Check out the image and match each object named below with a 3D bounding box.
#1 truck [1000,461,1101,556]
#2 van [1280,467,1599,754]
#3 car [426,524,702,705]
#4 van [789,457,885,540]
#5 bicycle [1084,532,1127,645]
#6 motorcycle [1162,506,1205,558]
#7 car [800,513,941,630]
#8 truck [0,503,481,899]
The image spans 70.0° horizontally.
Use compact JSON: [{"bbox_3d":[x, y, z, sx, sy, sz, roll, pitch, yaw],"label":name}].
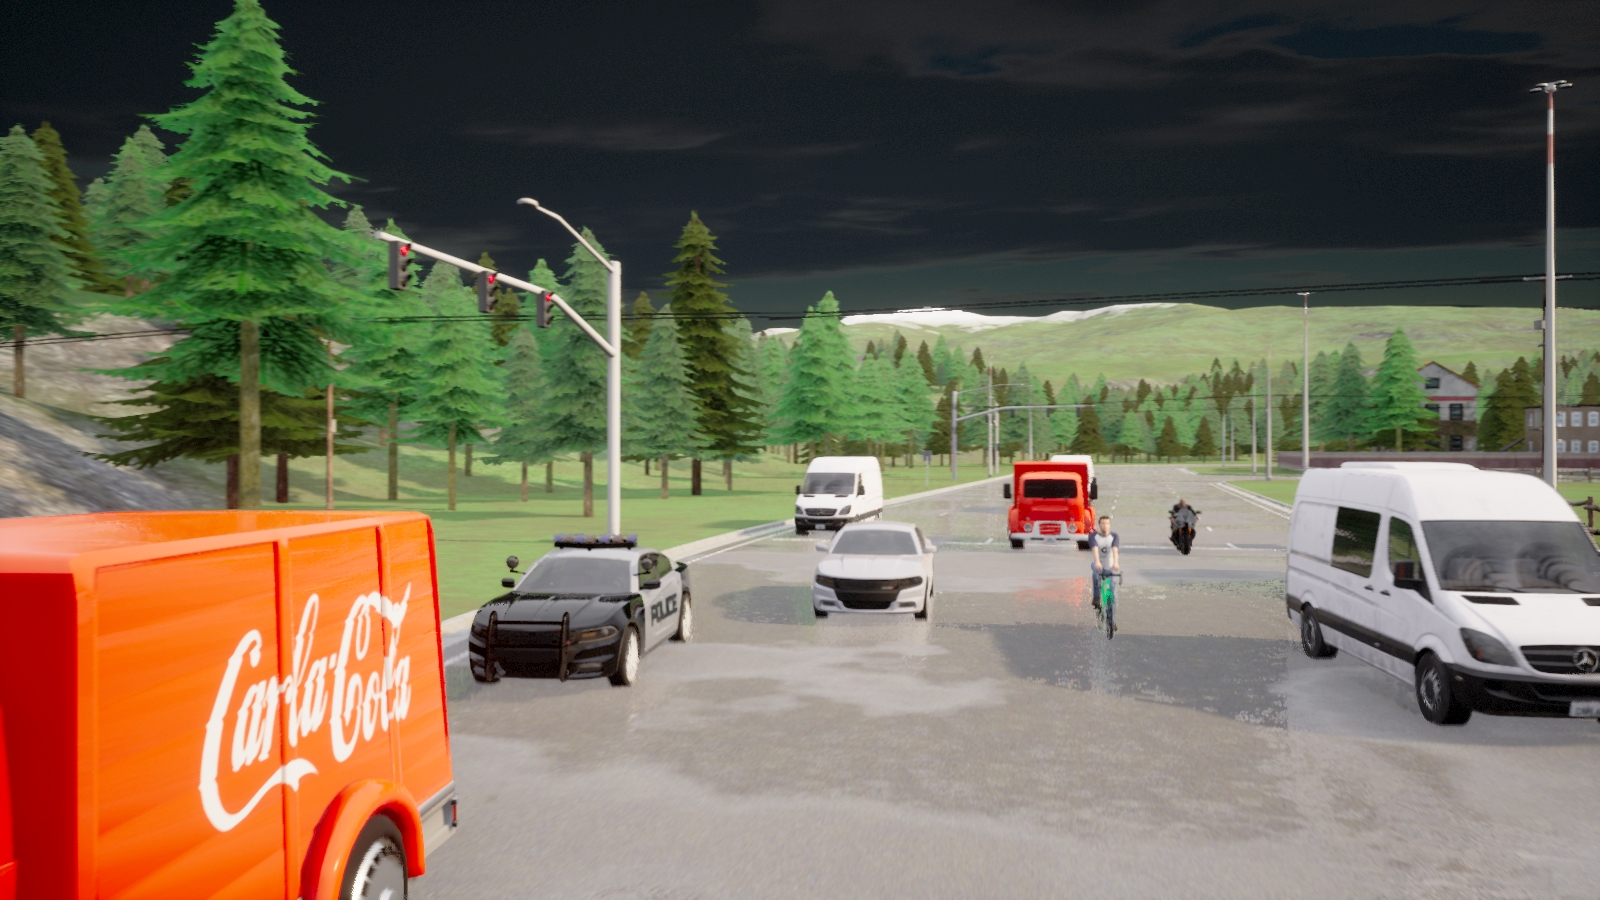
[{"bbox_3d":[7.237,1.561,32.996,2.627,2.467,5.204,0,0,13],"label":"truck"},{"bbox_3d":[7.641,1.534,13.529,1.988,2.561,5.915,0,0,6],"label":"van"},{"bbox_3d":[-2.840,1.974,15.219,2.097,1.638,5.238,0,0,6],"label":"car"},{"bbox_3d":[1.366,1.521,38.525,1.988,2.561,5.915,0,0,14],"label":"van"},{"bbox_3d":[4.613,2.052,17.312,0.373,1.496,1.643,1,0,7],"label":"bicycle"},{"bbox_3d":[10.367,2.200,30.975,0.867,1.251,2.209,0,0,12],"label":"motorcycle"},{"bbox_3d":[1.399,2.027,20.352,2.097,1.535,5.006,0,0,8],"label":"car"},{"bbox_3d":[-3.421,1.566,4.643,2.627,2.467,5.204,0,0,2],"label":"truck"}]
